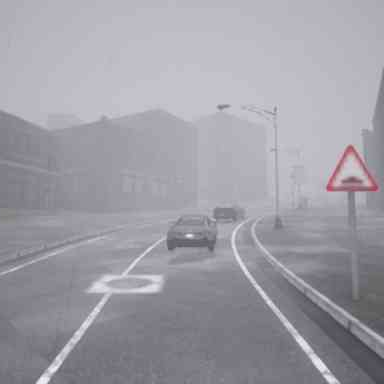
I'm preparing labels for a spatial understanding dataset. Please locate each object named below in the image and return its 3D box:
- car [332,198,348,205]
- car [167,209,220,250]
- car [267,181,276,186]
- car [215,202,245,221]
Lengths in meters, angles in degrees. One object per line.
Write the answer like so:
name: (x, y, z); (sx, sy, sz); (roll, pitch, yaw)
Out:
car: (28.915, 1.803, 63.826); (4.718, 1.301, 1.895); (-1, -4, -32)
car: (0.109, 1.685, 14.936); (1.994, 1.385, 4.181); (-1, 0, 6)
car: (21.013, -2.133, 92.755); (4.553, 1.767, 2.185); (0, -5, -2)
car: (3.338, 1.659, 29.305); (1.882, 1.535, 5.008); (-2, 0, 20)
